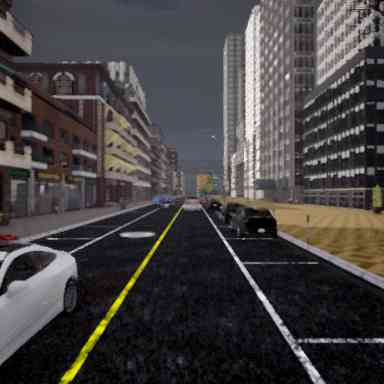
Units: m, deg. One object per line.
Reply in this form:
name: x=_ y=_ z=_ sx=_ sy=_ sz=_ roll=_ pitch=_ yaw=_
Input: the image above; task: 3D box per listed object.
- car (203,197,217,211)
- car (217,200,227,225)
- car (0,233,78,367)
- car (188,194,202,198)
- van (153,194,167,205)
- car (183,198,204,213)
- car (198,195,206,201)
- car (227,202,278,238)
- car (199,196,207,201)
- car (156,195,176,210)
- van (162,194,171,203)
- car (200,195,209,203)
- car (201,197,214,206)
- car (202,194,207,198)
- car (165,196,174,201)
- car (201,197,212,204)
car: x=2.696 y=1.581 z=40.708 sx=1.947 sy=1.339 sz=4.313 roll=0 pitch=0 yaw=0
car: x=3.141 y=1.482 z=24.480 sx=1.882 sy=1.535 sz=5.008 roll=0 pitch=0 yaw=0
car: x=-3.091 y=1.526 z=4.756 sx=1.812 sy=1.442 sz=4.674 roll=0 pitch=0 yaw=0
car: x=0.053 y=1.375 z=49.196 sx=2.097 sy=1.767 sz=4.553 roll=0 pitch=0 yaw=-1
van: x=-5.684 y=1.376 z=57.279 sx=1.690 sy=1.788 sz=3.998 roll=0 pitch=0 yaw=0
car: x=0.029 y=1.613 z=36.785 sx=1.895 sy=1.301 sz=4.718 roll=0 pitch=0 yaw=1
car: x=2.698 y=1.628 z=90.414 sx=1.887 sy=1.381 sz=4.507 roll=0 pitch=0 yaw=0
car: x=3.147 y=1.506 z=17.479 sx=1.837 sy=1.490 sz=4.892 roll=0 pitch=0 yaw=0
car: x=2.698 y=1.639 z=84.891 sx=1.947 sy=1.339 sz=4.313 roll=0 pitch=0 yaw=0
car: x=-3.080 y=1.509 z=43.466 sx=2.128 sy=1.511 sz=4.902 roll=0 pitch=0 yaw=0
van: x=-5.683 y=1.397 z=73.847 sx=1.690 sy=1.788 sz=3.998 roll=0 pitch=0 yaw=0
car: x=2.698 y=1.495 z=73.845 sx=1.967 sy=1.590 sz=4.097 roll=0 pitch=0 yaw=0
car: x=2.697 y=1.585 z=57.277 sx=2.008 sy=1.369 sz=4.403 roll=0 pitch=0 yaw=0
car: x=2.697 y=1.467 z=51.754 sx=1.967 sy=1.590 sz=4.097 roll=0 pitch=0 yaw=0
car: x=-5.683 y=1.625 z=84.892 sx=2.008 sy=1.369 sz=4.403 roll=0 pitch=0 yaw=0
car: x=2.697 y=1.591 z=62.801 sx=2.008 sy=1.369 sz=4.403 roll=0 pitch=0 yaw=0
